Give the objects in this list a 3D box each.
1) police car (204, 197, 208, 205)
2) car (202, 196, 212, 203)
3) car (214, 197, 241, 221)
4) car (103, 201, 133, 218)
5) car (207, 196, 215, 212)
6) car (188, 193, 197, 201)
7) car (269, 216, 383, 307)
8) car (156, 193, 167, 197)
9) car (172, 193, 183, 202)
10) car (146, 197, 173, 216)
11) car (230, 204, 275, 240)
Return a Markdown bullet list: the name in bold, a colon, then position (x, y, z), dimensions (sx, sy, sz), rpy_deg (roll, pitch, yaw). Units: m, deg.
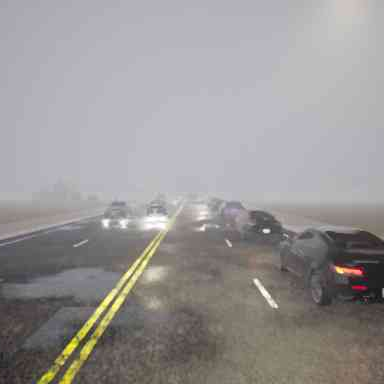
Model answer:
- **police car**: position (3.263, 1.539, 49.830), dimensions (2.038, 1.542, 4.974), rpy_deg (0, 0, 0)
- **car**: position (3.269, 1.637, 71.859), dimensions (1.895, 1.301, 4.718), rpy_deg (0, 0, 0)
- **car**: position (3.257, 1.452, 27.829), dimensions (2.033, 1.649, 4.856), rpy_deg (0, 0, 0)
- **car**: position (-6.589, 1.548, 30.146), dimensions (1.812, 1.442, 4.674), rpy_deg (0, 0, 0)
- **car**: position (3.260, 1.532, 38.859), dimensions (2.163, 1.488, 4.792), rpy_deg (0, 0, 0)
- **car**: position (0.021, 1.192, 81.694), dimensions (2.150, 2.045, 5.566), rpy_deg (0, 0, 0)
- **car**: position (3.350, 1.532, 7.867), dimensions (1.812, 1.442, 4.674), rpy_deg (0, 0, 0)
- **car**: position (-6.482, 1.236, 71.313), dimensions (2.150, 2.045, 5.566), rpy_deg (0, 0, 0)
- **car**: position (-3.232, 1.153, 73.936), dimensions (2.150, 2.045, 5.566), rpy_deg (0, 0, 0)
- **car**: position (-3.336, 1.515, 32.632), dimensions (2.128, 1.511, 4.902), rpy_deg (0, 0, 0)
- **car**: position (3.254, 1.539, 16.829), dimensions (1.812, 1.442, 4.674), rpy_deg (0, 0, 0)
